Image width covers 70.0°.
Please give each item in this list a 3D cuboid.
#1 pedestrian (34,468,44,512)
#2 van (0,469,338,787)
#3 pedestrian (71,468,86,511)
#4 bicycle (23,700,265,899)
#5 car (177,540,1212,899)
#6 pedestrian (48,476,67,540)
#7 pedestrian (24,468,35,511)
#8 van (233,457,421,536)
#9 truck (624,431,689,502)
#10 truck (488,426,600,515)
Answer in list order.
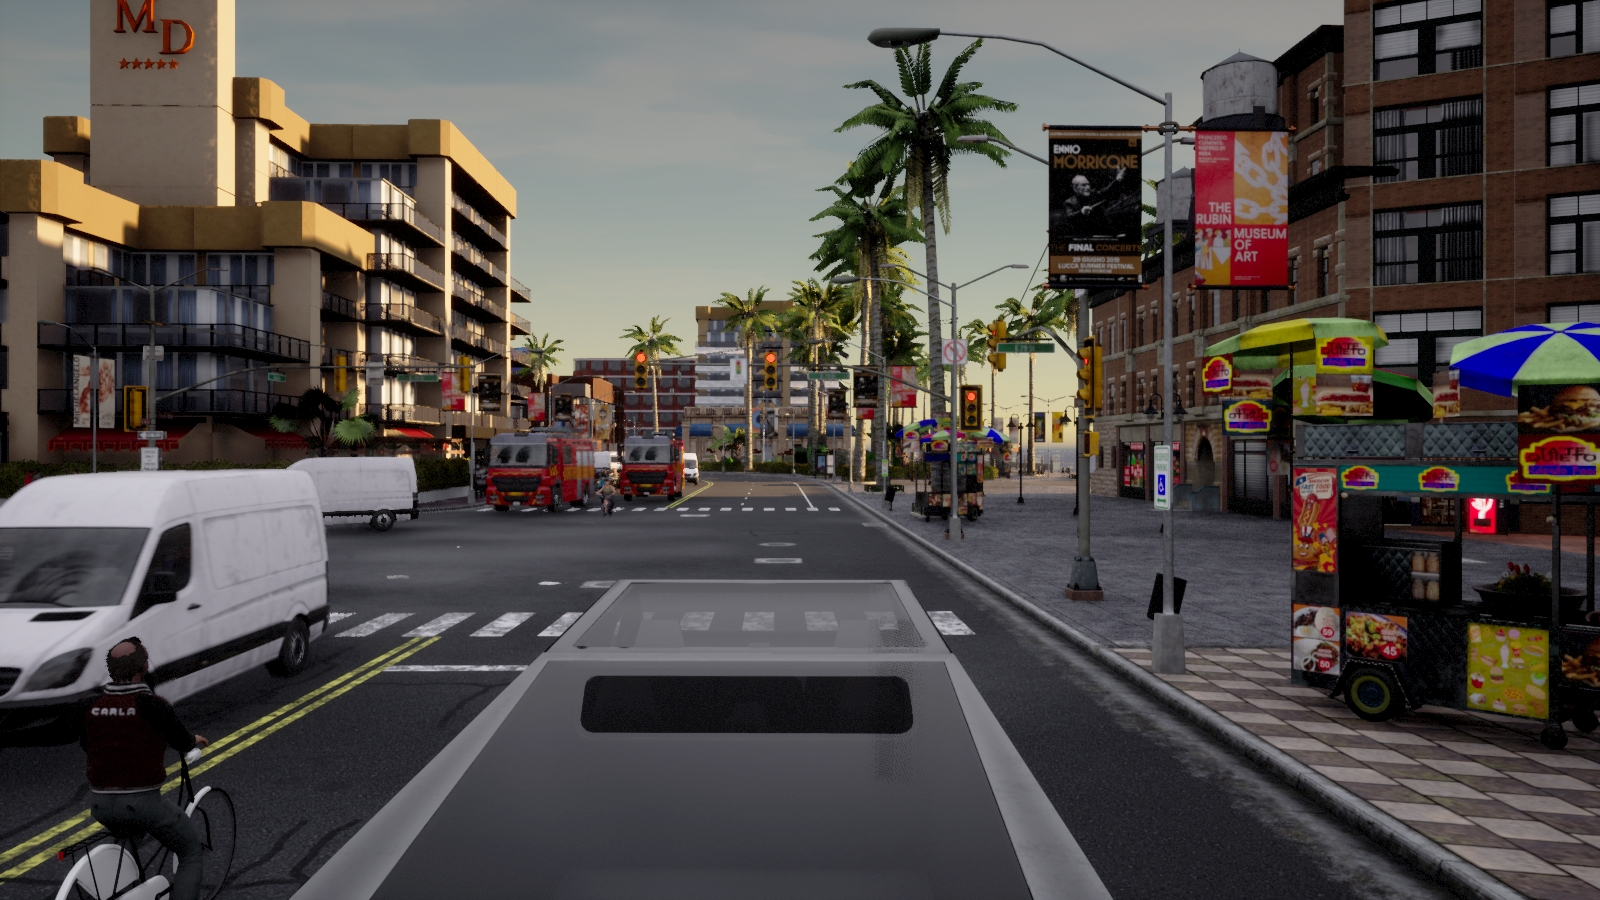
[{"bbox_3d":[-32.644,1.696,49.010,0.375,1.860,0.375,0,0,-32],"label":"pedestrian"},{"bbox_3d":[-7.185,1.534,12.492,1.988,2.561,5.915,0,0,-1],"label":"van"},{"bbox_3d":[-31.142,1.696,49.313,0.375,1.860,0.375,0,0,-2],"label":"pedestrian"},{"bbox_3d":[-3.625,2.210,6.485,0.329,1.171,1.835,0,0,0],"label":"bicycle"},{"bbox_3d":[-0.214,1.754,5.773,2.390,2.098,6.274,0,0,1],"label":"car"},{"bbox_3d":[-21.778,1.705,33.515,0.375,1.860,0.375,0,0,-11],"label":"pedestrian"},{"bbox_3d":[-33.220,1.696,49.278,0.375,1.860,0.375,0,0,-28],"label":"pedestrian"},{"bbox_3d":[-16.445,1.534,39.815,5.915,2.561,1.988,0,0,-27],"label":"van"},{"bbox_3d":[-8.113,0.890,65.657,2.891,3.827,8.468,0,0,-1],"label":"truck"},{"bbox_3d":[-11.869,0.890,53.864,2.891,3.827,8.468,0,0,4],"label":"truck"}]
